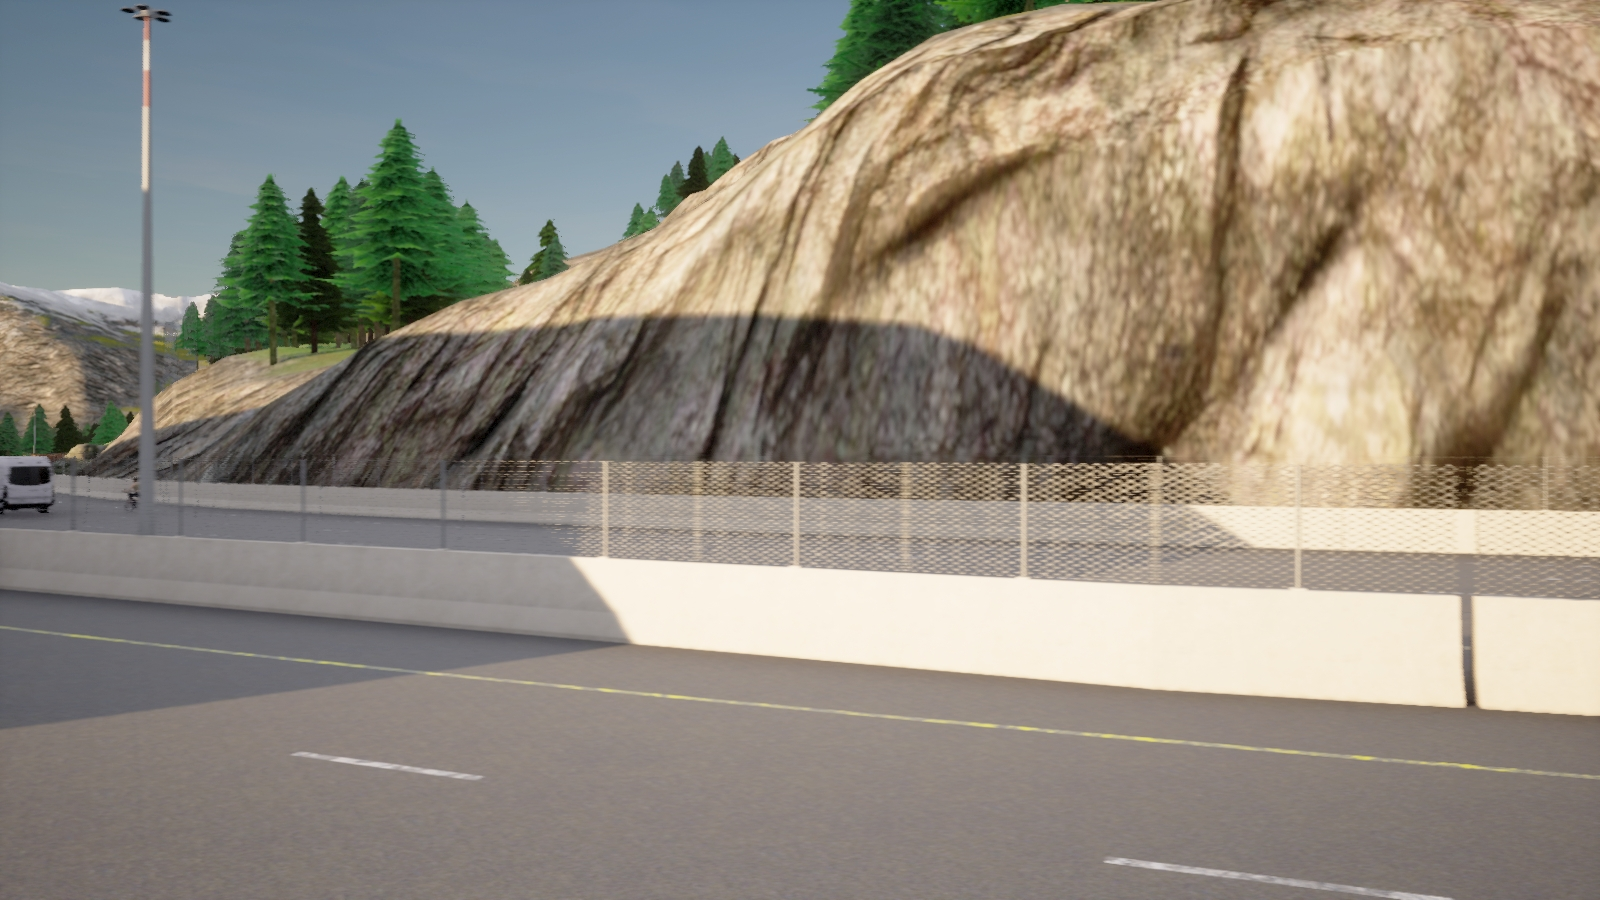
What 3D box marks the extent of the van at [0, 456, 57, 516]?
[{"bbox_3d":[-35.798,1.559,51.636,5.915,2.561,1.988,0,0,39],"label":"van"}]
